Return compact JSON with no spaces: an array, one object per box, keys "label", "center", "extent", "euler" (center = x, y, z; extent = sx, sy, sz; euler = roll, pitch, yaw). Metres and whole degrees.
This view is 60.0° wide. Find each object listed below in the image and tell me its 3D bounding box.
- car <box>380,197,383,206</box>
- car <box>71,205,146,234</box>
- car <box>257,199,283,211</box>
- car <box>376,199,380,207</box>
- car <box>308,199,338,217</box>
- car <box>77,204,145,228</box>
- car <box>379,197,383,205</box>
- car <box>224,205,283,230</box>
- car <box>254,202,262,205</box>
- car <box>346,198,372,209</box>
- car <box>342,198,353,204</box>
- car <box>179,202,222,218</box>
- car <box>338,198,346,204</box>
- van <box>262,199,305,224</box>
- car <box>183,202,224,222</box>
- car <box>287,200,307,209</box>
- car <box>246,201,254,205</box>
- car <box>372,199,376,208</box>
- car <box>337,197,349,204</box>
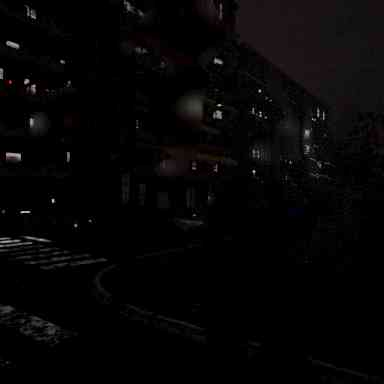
[{"label":"car","center":[37.219,2.252,67.679],"extent":[1.887,1.381,4.507],"euler":[1,0,36]},{"label":"car","center":[-4.937,1.591,20.226],"extent":[2.128,1.511,4.902],"euler":[1,0,36]},{"label":"car","center":[10.777,1.743,45.939],"extent":[1.967,1.590,4.097],"euler":[1,0,36]},{"label":"car","center":[33.936,2.104,63.226],"extent":[1.967,1.590,4.097],"euler":[1,0,36]},{"label":"car","center":[14.232,1.837,36.506],"extent":[1.967,1.590,4.097],"euler":[1,0,36]},{"label":"car","center":[-5.645,1.626,23.672],"extent":[2.008,1.369,4.403],"euler":[1,0,36]},{"label":"car","center":[47.075,2.151,81.040],"extent":[2.192,1.841,5.009],"euler":[1,0,36]},{"label":"car","center":[4.378,1.827,23.145],"extent":[1.947,1.339,4.313],"euler":[1,0,36]},{"label":"car","center":[9.800,1.782,40.216],"extent":[1.882,1.535,5.008],"euler":[1,1,37]},{"label":"car","center":[27.370,1.891,54.320],"extent":[2.192,1.841,5.009],"euler":[1,0,36]},{"label":"car","center":[40.232,2.220,85.882],"extent":[1.752,1.417,4.829],"euler":[1,0,36]},{"label":"car","center":[0.924,1.712,32.579],"extent":[1.887,1.381,4.507],"euler":[1,0,36]},{"label":"car","center":[33.764,2.177,77.112],"extent":[1.947,1.339,4.313],"euler":[1,0,36]},{"label":"van","center":[7.665,1.647,27.599],"extent":[1.690,1.788,3.998],"euler":[1,0,36]},{"label":"car","center":[1.378,1.752,28.829],"extent":[1.994,1.385,4.181],"euler":[1,0,36]},{"label":"car","center":[17.344,1.974,54.846],"extent":[1.802,1.307,4.206],"euler":[1,0,36]},{"label":"car","center":[7.491,1.840,41.486],"extent":[1.802,1.307,4.206],"euler":[1,0,36]},{"label":"car","center":[30.650,2.202,58.772],"extent":[1.802,1.307,4.206],"euler":[1,0,36]},{"label":"car","center":[37.050,2.094,81.566],"extent":[1.967,1.590,4.097],"euler":[1,0,36]}]
